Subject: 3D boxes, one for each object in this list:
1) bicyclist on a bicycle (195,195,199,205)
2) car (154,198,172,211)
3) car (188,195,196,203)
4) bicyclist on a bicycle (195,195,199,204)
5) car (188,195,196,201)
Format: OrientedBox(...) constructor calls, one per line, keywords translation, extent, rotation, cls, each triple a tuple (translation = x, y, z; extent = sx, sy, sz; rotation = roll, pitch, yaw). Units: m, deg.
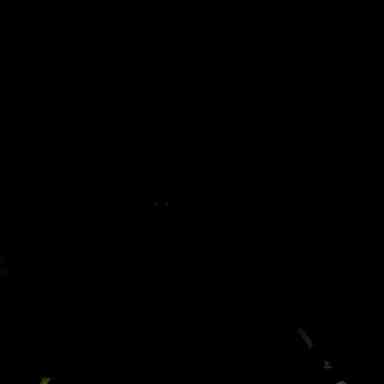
OrientedBox(translation=(0.953, 1.437, 55.942), extent=(0.659, 1.776, 1.843), rotation=(0, 0, 0), cls="bicyclist on a bicycle")
OrientedBox(translation=(-3.596, 1.488, 42.001), extent=(1.882, 1.535, 5.008), rotation=(0, 0, 0), cls="car")
OrientedBox(translation=(-0.011, 1.658, 74.673), extent=(1.837, 1.490, 4.892), rotation=(0, 0, 0), cls="car")
OrientedBox(translation=(0.952, 1.481, 64.951), extent=(0.659, 1.776, 1.843), rotation=(0, 0, 0), cls="bicyclist on a bicycle")
OrientedBox(translation=(-0.011, 1.572, 85.285), extent=(1.882, 1.535, 5.008), rotation=(0, -1, 0), cls="car")
